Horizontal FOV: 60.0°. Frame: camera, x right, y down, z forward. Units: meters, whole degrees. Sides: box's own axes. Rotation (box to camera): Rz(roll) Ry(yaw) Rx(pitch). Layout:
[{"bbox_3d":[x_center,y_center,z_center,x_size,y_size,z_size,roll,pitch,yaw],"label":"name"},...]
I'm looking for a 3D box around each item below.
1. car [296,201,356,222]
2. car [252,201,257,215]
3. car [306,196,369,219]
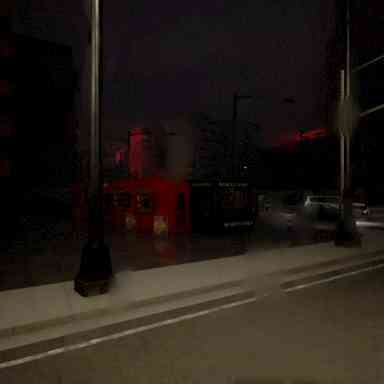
[{"bbox_3d":[10.578,1.667,27.037,1.994,1.385,4.181,0,-1,-36],"label":"car"},{"bbox_3d":[5.396,1.685,34.197,1.882,1.535,5.008,0,-1,-36],"label":"car"},{"bbox_3d":[12.797,1.339,29.946,2.150,2.045,5.566,0,-1,-36],"label":"car"}]
